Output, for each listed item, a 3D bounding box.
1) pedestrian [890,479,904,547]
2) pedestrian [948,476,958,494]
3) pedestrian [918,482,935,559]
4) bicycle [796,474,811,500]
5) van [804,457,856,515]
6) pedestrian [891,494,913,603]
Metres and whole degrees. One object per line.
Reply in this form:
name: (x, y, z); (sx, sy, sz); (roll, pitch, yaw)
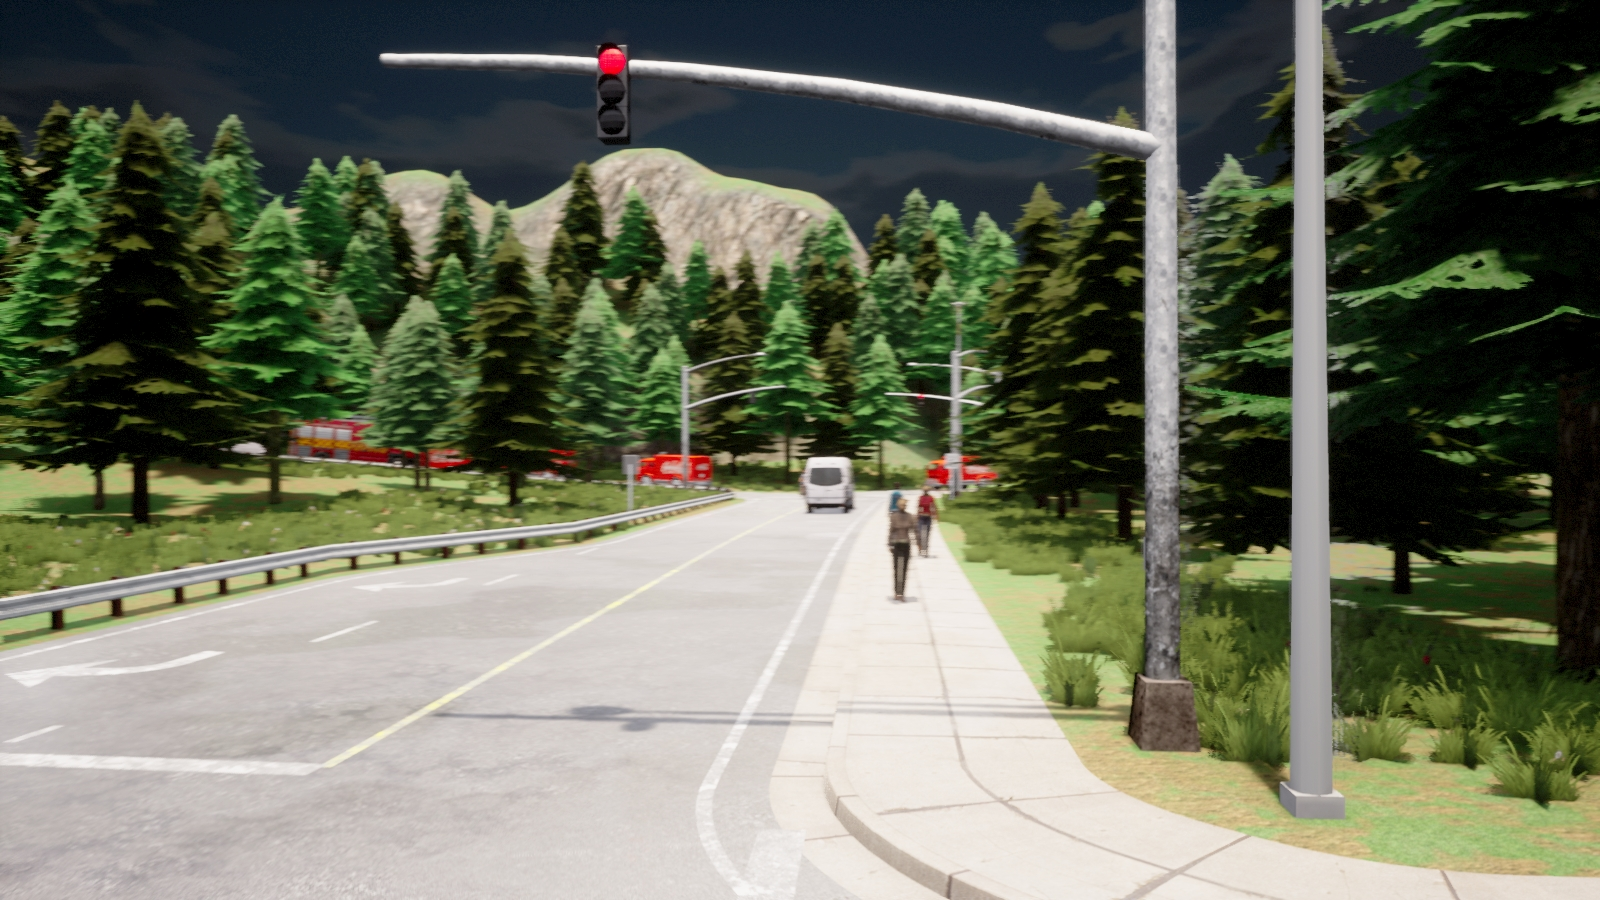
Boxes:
pedestrian: (2.673, 1.737, 31.550); (0.375, 1.860, 0.375); (0, 0, 2)
pedestrian: (9.585, 2.188, 71.613); (0.500, 1.100, 0.500); (0, 0, 16)
pedestrian: (3.121, 1.728, 28.180); (0.375, 1.860, 0.375); (0, 0, 13)
bicycle: (0.234, 2.187, 68.082); (0.373, 1.496, 1.643); (1, 1, 19)
van: (1.498, 1.631, 54.377); (1.988, 2.561, 5.915); (0, 0, 7)
pedestrian: (1.788, 1.715, 19.985); (0.375, 1.860, 0.375); (0, 0, 4)
